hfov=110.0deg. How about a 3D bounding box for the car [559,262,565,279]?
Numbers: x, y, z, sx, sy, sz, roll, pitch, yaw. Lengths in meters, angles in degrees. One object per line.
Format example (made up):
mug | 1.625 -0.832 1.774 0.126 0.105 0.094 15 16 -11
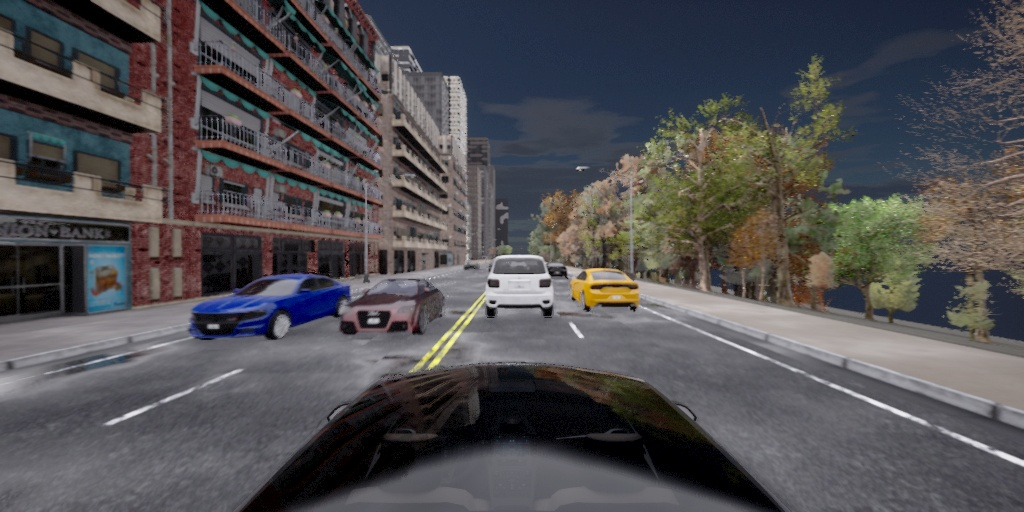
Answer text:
car | 3.885 1.264 32.816 1.882 1.535 5.008 0 0 1

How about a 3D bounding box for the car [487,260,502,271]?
car | -2.432 1.360 52.151 1.837 1.490 4.892 0 0 1

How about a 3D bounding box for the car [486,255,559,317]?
car | 0.270 0.990 13.324 2.150 2.045 5.566 0 0 1

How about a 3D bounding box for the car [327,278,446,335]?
car | -3.233 1.345 10.467 1.994 1.385 4.181 0 0 1

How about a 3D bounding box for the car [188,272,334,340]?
car | -6.487 1.275 10.337 1.882 1.535 5.008 0 0 1

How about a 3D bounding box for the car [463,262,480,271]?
car | -5.704 1.472 51.012 1.895 1.301 4.718 0 0 1

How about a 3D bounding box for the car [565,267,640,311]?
car | 3.543 1.232 14.464 1.882 1.535 5.008 0 0 1
